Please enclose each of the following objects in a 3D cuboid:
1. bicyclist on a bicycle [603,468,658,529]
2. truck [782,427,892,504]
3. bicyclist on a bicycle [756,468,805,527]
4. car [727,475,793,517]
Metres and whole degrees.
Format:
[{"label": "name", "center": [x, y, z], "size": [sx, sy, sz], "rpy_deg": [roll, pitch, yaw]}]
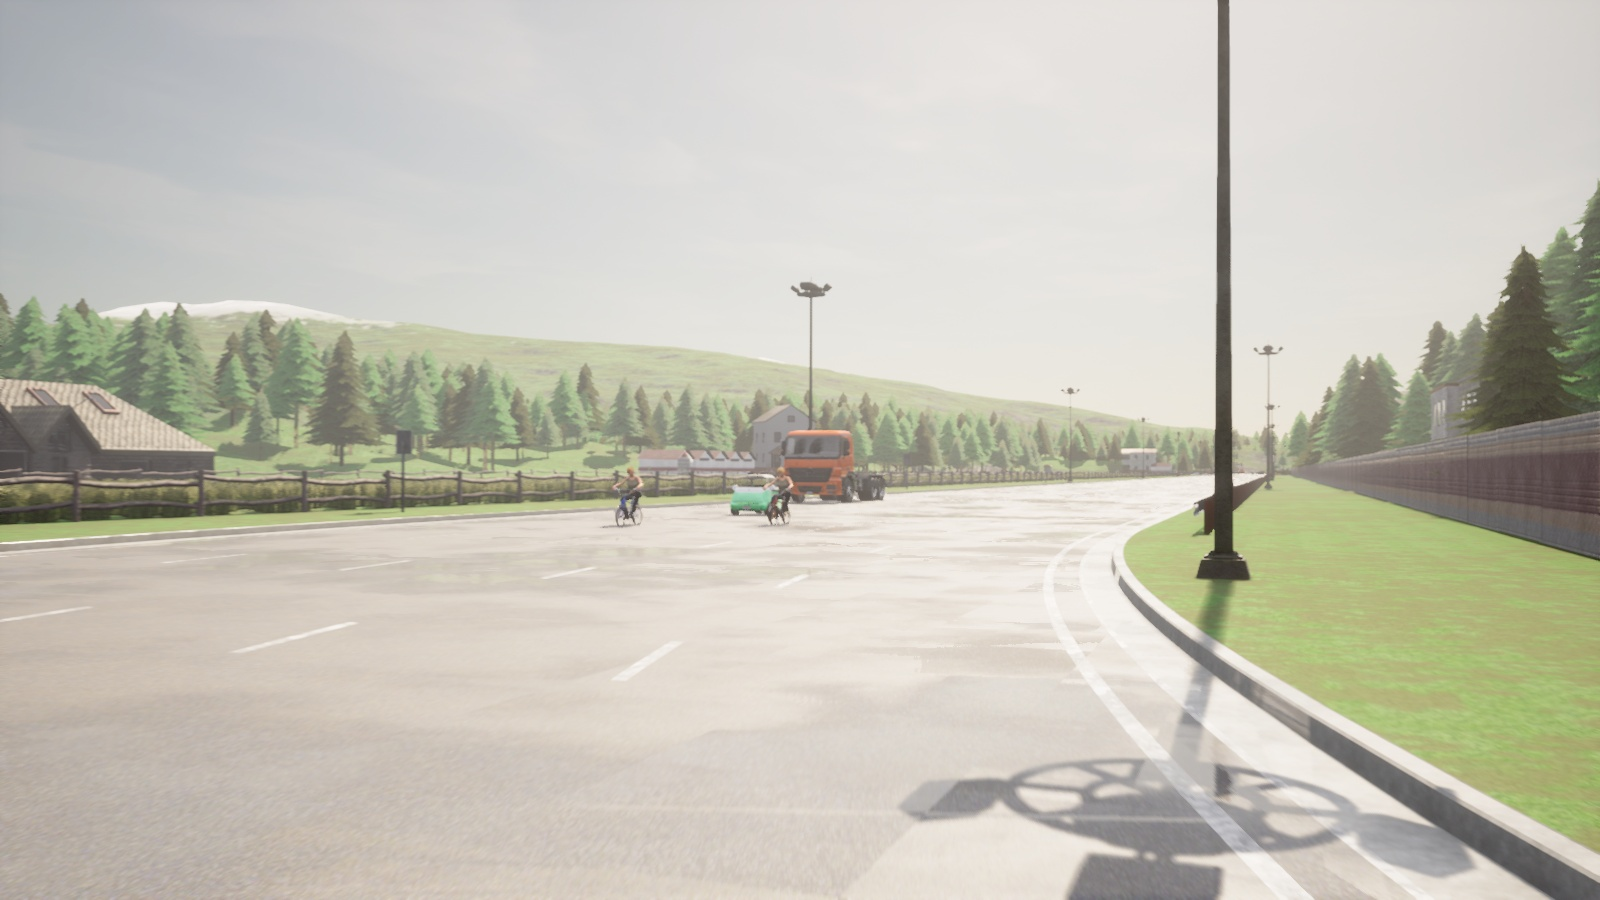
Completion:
[{"label": "bicyclist on a bicycle", "center": [-4.570, 1.293, 33.896], "size": [0.866, 1.612, 1.509], "rpy_deg": [0, -1, 20]}, {"label": "truck", "center": [1.921, 0.779, 60.937], "size": [2.891, 3.462, 7.936], "rpy_deg": [-1, -1, 21]}, {"label": "bicyclist on a bicycle", "center": [-0.519, 1.296, 34.827], "size": [0.866, 1.612, 1.509], "rpy_deg": [0, -1, 20]}, {"label": "car", "center": [-1.328, 1.538, 42.588], "size": [1.481, 1.376, 2.207], "rpy_deg": [-1, -1, 21]}]
